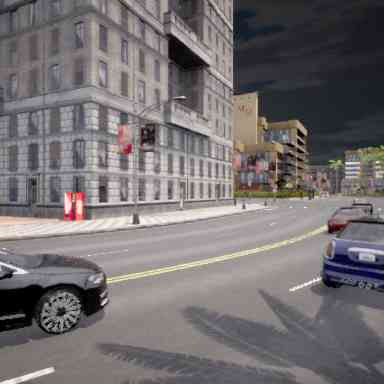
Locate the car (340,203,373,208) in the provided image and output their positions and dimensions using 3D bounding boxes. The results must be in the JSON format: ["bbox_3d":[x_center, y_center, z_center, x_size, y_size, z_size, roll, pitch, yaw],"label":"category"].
[{"bbox_3d":[9.009,1.555,18.896,1.994,1.385,4.181,0,0,32],"label":"car"}]

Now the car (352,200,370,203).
[{"bbox_3d":[16.187,1.477,31.872,2.128,1.511,4.902,0,0,26],"label":"car"}]

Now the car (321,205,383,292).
[{"bbox_3d":[5.066,1.349,8.238,4.553,1.767,2.097,0,0,-45],"label":"car"}]

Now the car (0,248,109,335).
[{"bbox_3d":[-3.775,1.486,5.080,4.902,1.511,2.128,0,0,-35],"label":"car"}]
